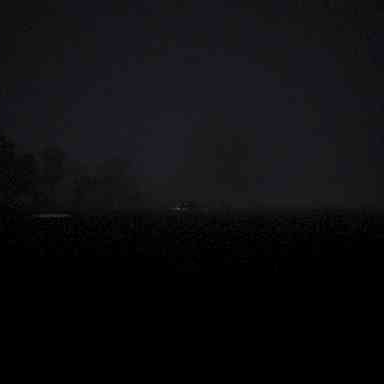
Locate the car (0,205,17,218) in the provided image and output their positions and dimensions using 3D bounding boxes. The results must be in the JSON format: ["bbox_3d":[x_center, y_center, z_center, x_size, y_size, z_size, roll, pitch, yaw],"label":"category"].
[{"bbox_3d":[-18.243,1.581,29.686,2.128,1.511,4.902,2,0,36],"label":"car"}]

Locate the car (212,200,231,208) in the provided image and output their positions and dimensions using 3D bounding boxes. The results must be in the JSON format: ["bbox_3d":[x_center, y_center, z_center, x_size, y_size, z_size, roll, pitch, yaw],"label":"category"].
[{"bbox_3d":[5.665,2.293,63.031,2.128,1.511,4.902,2,0,36],"label":"car"}]

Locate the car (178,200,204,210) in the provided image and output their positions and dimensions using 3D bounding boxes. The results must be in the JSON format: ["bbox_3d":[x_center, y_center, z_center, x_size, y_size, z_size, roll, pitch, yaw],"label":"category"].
[{"bbox_3d":[-0.364,2.154,54.539,1.812,1.442,4.674,2,0,36],"label":"car"}]

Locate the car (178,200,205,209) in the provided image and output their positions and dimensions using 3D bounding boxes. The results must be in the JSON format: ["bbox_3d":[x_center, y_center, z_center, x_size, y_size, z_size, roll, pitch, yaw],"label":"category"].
[{"bbox_3d":[0.031,2.193,59.894,2.033,1.411,5.357,2,0,36],"label":"car"}]
